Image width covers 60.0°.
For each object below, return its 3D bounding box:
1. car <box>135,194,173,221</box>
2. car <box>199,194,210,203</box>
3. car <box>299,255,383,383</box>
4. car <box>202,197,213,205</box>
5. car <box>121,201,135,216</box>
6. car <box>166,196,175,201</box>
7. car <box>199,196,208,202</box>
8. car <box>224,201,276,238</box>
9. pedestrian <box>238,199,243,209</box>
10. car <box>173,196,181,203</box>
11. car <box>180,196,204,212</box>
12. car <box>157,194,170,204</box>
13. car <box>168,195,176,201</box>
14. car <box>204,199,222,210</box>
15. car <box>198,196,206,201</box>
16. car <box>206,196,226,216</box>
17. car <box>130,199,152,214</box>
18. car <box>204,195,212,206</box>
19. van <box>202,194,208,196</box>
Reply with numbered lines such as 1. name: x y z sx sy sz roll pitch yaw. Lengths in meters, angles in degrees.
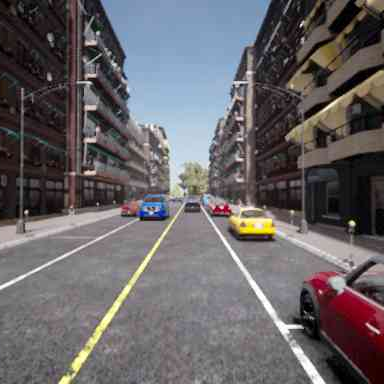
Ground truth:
1. car: -3.098 1.252 28.034 2.150 2.045 5.566 0 0 0
2. car: 2.707 1.402 71.796 2.192 1.841 5.009 1 0 0
3. car: 2.703 1.445 3.855 1.967 1.590 4.097 1 0 0
4. car: 2.702 1.652 60.472 1.802 1.307 4.206 1 0 0
5. car: -5.678 1.579 32.205 1.887 1.381 4.507 1 0 0
6. car: -5.676 1.663 88.820 2.008 1.369 4.403 1 0 0
7. car: 2.703 1.661 77.458 1.947 1.339 4.313 1 0 0
8. car: 3.000 1.475 17.596 1.801 1.575 5.366 0 0 0
9. pedestrian: 3.000 1.316 20.604 0.375 1.860 0.375 1 -1 -3
10. car: -2.999 1.634 69.404 1.994 1.385 4.181 0 0 0
11. car: 0.068 1.534 38.944 2.128 1.511 4.902 0 0 0
12. car: -5.673 1.393 66.175 2.192 1.841 5.009 1 0 0
13. car: -5.677 1.646 94.313 1.752 1.417 4.829 1 0 0
14. car: 2.703 1.599 43.487 2.008 1.369 4.403 1 0 0
15. car: 2.704 1.663 88.781 2.008 1.369 4.403 1 0 0
16. car: 2.704 1.475 32.165 1.967 1.590 4.097 1 0 0
17. car: -5.677 1.566 37.696 1.752 1.417 4.829 1 0 0
18. car: 2.704 1.481 37.826 1.967 1.590 4.097 1 0 0
19. van: 2.706 1.403 54.811 1.690 1.788 3.998 1 0 0
